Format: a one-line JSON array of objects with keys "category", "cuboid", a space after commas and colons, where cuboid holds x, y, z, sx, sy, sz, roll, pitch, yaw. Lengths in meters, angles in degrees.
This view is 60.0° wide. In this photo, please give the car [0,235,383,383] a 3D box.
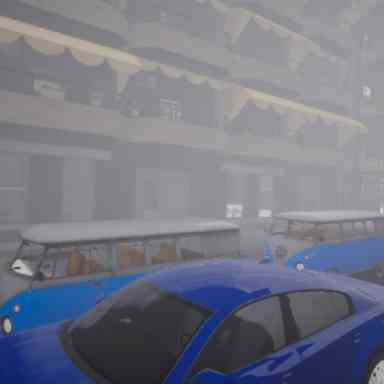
[{"category": "car", "cuboid": [0.128, 1.487, 3.158, 5.008, 1.535, 1.882, 0, 0, -35]}]

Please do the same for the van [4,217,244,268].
[{"category": "van", "cuboid": [-0.914, 1.353, 5.414, 3.998, 1.788, 1.690, 0, 1, -35]}]

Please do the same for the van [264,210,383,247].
[{"category": "van", "cuboid": [3.593, 1.385, 8.621, 3.998, 1.788, 1.690, 0, 1, -35]}]
